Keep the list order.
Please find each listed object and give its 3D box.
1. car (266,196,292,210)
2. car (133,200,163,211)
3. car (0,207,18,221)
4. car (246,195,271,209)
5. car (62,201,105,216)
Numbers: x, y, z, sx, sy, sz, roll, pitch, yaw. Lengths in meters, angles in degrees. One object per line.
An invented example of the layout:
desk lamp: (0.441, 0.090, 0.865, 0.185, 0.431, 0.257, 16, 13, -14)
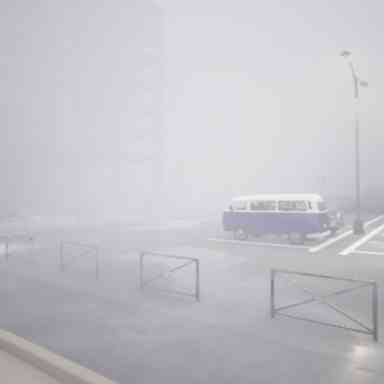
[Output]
car: (14.860, 1.809, 56.616, 1.895, 1.301, 4.718, -1, -1, 35)
car: (-6.032, 1.828, 45.713, 2.128, 1.511, 4.902, -1, 0, 36)
car: (-18.089, 1.880, 28.811, 2.033, 1.411, 5.357, -1, -1, 35)
car: (11.954, 1.756, 58.570, 1.837, 1.490, 4.892, -1, -1, 35)
car: (-12.069, 1.812, 37.254, 1.882, 1.535, 5.008, -1, -1, 35)
